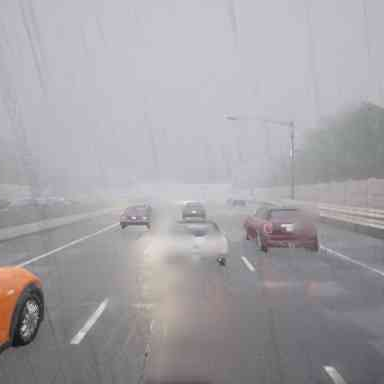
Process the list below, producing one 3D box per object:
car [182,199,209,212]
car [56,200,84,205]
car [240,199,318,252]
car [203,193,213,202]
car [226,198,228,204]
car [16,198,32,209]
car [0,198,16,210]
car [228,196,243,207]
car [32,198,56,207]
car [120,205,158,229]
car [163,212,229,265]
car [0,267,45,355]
[{"bbox_3d":[0.176,1.567,28.848,1.994,1.385,4.181,0,0,0],"label":"car"},{"bbox_3d":[-13.946,1.609,39.490,1.895,1.301,4.718,0,0,1],"label":"car"},{"bbox_3d":[3.515,1.351,13.934,2.097,1.767,4.553,0,0,0],"label":"car"},{"bbox_3d":[4.132,1.585,80.665,1.882,1.535,5.008,0,0,1],"label":"car"},{"bbox_3d":[7.357,1.543,61.127,2.128,1.511,4.902,0,0,1],"label":"car"},{"bbox_3d":[-20.918,1.508,41.912,1.837,1.490,4.892,0,2,1],"label":"car"},{"bbox_3d":[-23.723,1.485,40.205,1.882,1.535,5.008,0,0,-3],"label":"car"},{"bbox_3d":[7.108,1.507,51.459,1.882,1.535,5.008,0,0,2],"label":"car"},{"bbox_3d":[-17.430,1.610,41.142,1.895,1.301,4.718,0,0,1],"label":"car"},{"bbox_3d":[-3.360,1.548,21.768,2.033,1.411,5.357,0,0,0],"label":"car"},{"bbox_3d":[0.110,1.601,11.594,1.895,1.301,4.718,0,0,0],"label":"car"},{"bbox_3d":[-3.398,1.352,3.469,2.097,1.767,4.553,0,0,0],"label":"car"}]
